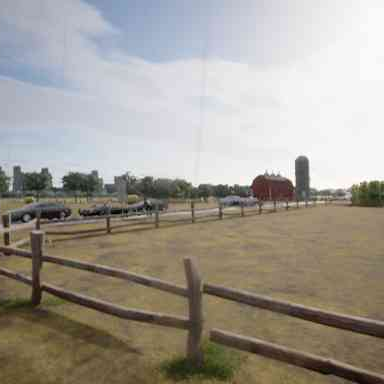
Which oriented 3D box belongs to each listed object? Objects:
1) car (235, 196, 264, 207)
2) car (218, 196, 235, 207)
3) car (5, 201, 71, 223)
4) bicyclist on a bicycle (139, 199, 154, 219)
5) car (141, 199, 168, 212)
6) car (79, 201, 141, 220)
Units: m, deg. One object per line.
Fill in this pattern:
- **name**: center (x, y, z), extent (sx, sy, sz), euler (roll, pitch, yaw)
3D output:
- **car**: center (8.920, 1.532, 49.650), extent (2.033, 1.411, 5.357), euler (-2, -1, 36)
- **car**: center (5.807, 1.408, 50.206), extent (2.097, 1.767, 4.553), euler (-2, -1, 36)
- **car**: center (-11.731, 1.513, 25.572), extent (1.837, 1.490, 4.892), euler (-2, -1, 35)
- **bicyclist on a bicycle**: center (-3.649, 1.352, 26.637), extent (1.656, 1.620, 0.582), euler (0, 0, 35)
- **car**: center (-4.633, 1.503, 35.584), extent (1.882, 1.535, 5.008), euler (-2, -1, 35)
- **car**: center (-6.814, 1.539, 27.542), extent (1.895, 1.301, 4.718), euler (-2, -1, 36)
